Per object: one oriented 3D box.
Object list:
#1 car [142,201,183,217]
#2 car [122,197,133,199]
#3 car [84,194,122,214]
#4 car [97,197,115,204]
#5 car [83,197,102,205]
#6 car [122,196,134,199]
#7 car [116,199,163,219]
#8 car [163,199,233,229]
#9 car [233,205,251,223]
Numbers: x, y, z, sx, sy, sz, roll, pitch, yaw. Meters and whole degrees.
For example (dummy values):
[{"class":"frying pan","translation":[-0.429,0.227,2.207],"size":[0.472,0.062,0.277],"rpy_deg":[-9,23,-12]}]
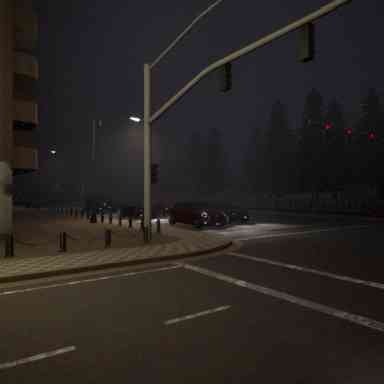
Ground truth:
[{"class":"car","translation":[-3.028,1.656,33.125],"size":[1.895,1.301,4.718],"rpy_deg":[0,0,-36]},{"class":"car","translation":[-9.700,1.656,42.403],"size":[1.895,1.301,4.718],"rpy_deg":[0,0,-36]},{"class":"car","translation":[-10.302,1.278,37.240],"size":[2.150,2.045,5.566],"rpy_deg":[0,0,-36]},{"class":"car","translation":[-16.733,1.656,64.449],"size":[1.895,1.301,4.718],"rpy_deg":[0,0,-36]},{"class":"car","translation":[-18.059,1.656,60.329],"size":[1.895,1.301,4.718],"rpy_deg":[0,0,-36]},{"class":"car","translation":[-11.472,1.408,57.172],"size":[2.097,1.767,4.553],"rpy_deg":[0,0,-36]},{"class":"car","translation":[-4.746,1.619,29.521],"size":[1.994,1.385,4.181],"rpy_deg":[0,0,-36]},{"class":"car","translation":[0.303,1.407,22.507],"size":[2.097,1.767,4.553],"rpy_deg":[0,0,-36]},{"class":"car","translation":[2.380,1.560,25.610],"size":[1.837,1.490,4.892],"rpy_deg":[0,0,-36]}]
